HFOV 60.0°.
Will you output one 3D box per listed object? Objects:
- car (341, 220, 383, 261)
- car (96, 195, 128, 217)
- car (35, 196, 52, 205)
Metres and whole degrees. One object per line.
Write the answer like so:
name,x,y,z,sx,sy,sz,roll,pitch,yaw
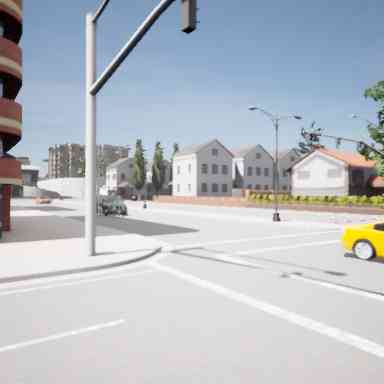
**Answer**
car,7.294,1.591,10.447,1.882,1.535,5.008,0,1,-35
car,-8.300,1.404,33.063,2.150,2.045,5.566,0,1,-35
car,-26.605,1.421,59.607,2.097,1.767,4.553,0,-1,-35
